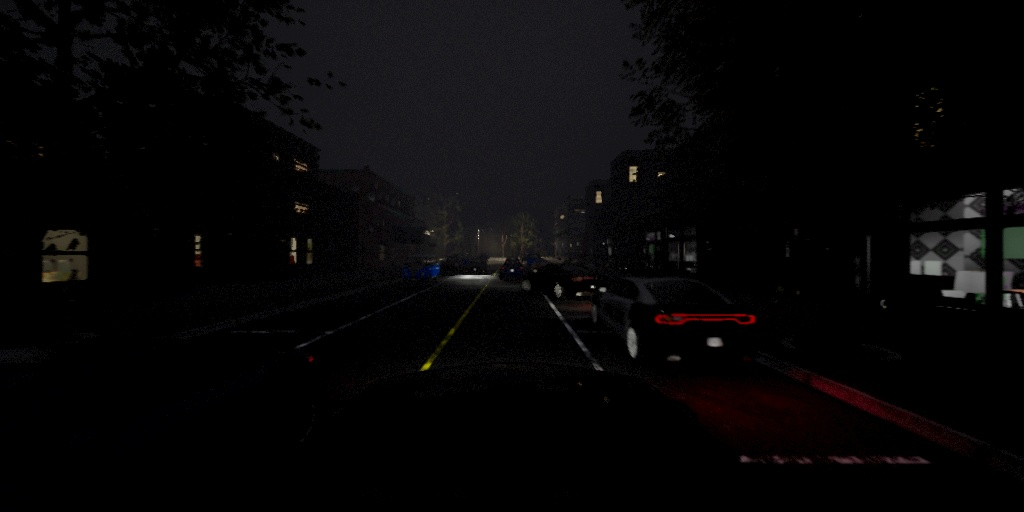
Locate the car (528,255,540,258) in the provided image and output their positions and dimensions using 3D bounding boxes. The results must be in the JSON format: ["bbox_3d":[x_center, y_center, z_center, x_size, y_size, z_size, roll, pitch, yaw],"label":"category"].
[{"bbox_3d":[2.687,0.840,34.052,1.751,1.417,4.829,0,0,0],"label":"car"}]

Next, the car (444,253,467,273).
[{"bbox_3d":[-5.694,0.755,33.869,1.967,1.591,4.097,0,0,0],"label":"car"}]

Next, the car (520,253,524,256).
[{"bbox_3d":[0.077,0.716,44.571,2.033,1.411,5.357,0,1,0],"label":"car"}]

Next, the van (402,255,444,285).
[{"bbox_3d":[-5.692,0.807,22.783,1.690,1.789,3.998,0,0,0],"label":"van"}]

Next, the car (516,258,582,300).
[{"bbox_3d":[2.194,1.029,16.464,1.882,1.535,5.008,0,1,-24],"label":"car"}]

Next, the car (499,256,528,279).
[{"bbox_3d":[0.033,0.965,27.562,1.994,1.385,4.181,0,1,1],"label":"car"}]

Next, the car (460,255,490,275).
[{"bbox_3d":[-3.089,0.907,31.813,1.994,1.385,4.181,0,1,0],"label":"car"}]

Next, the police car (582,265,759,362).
[{"bbox_3d":[3.132,1.089,8.120,1.930,1.638,5.238,0,1,0],"label":"police car"}]

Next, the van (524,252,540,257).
[{"bbox_3d":[2.686,0.504,44.968,1.690,1.789,3.998,0,0,0],"label":"van"}]

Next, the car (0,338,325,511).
[{"bbox_3d":[-3.052,1.307,2.227,1.994,1.385,4.181,0,1,1],"label":"car"}]
